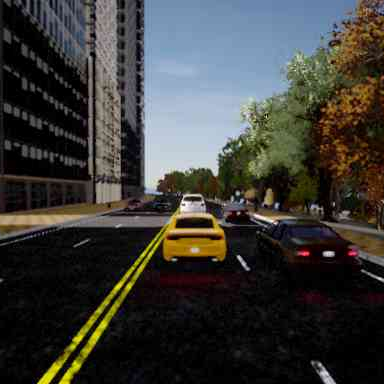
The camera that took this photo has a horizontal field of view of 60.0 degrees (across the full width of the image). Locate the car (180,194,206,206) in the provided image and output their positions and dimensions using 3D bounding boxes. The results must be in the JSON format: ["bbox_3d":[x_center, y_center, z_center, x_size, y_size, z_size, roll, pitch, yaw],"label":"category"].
[{"bbox_3d":[0.093,1.231,30.212,2.150,2.045,5.566,0,0,0],"label":"car"}]

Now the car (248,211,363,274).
[{"bbox_3d":[3.332,1.554,10.595,2.033,1.411,5.357,0,0,0],"label":"car"}]

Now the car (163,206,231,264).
[{"bbox_3d":[0.084,1.484,11.829,1.882,1.535,5.008,0,0,0],"label":"car"}]

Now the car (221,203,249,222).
[{"bbox_3d":[3.334,1.558,26.264,2.033,1.411,5.357,0,0,0],"label":"car"}]

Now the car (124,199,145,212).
[{"bbox_3d":[-6.622,1.534,38.884,1.812,1.442,4.674,0,0,0],"label":"car"}]

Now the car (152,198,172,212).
[{"bbox_3d":[-3.369,1.513,38.102,1.837,1.490,4.892,0,0,0],"label":"car"}]
